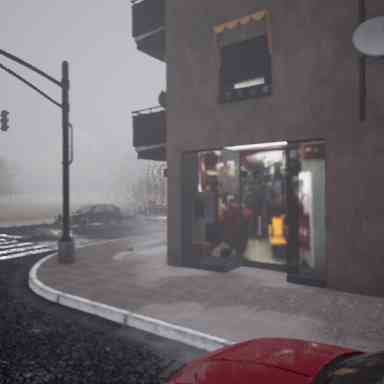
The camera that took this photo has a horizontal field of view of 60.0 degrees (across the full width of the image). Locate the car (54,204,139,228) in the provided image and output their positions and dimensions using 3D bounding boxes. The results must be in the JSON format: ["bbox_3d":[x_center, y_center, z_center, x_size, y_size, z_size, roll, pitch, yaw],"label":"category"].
[{"bbox_3d":[-6.345,1.486,22.190,2.033,1.411,5.357,-1,0,35],"label":"car"}]

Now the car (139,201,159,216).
[{"bbox_3d":[-3.641,1.449,30.330,1.802,1.307,4.206,0,1,35],"label":"car"}]

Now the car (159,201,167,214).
[{"bbox_3d":[-0.638,1.386,30.315,1.994,1.385,4.181,-1,0,36],"label":"car"}]

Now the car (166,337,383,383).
[{"bbox_3d":[1.754,1.541,1.632,4.507,1.381,1.887,0,0,36],"label":"car"}]
